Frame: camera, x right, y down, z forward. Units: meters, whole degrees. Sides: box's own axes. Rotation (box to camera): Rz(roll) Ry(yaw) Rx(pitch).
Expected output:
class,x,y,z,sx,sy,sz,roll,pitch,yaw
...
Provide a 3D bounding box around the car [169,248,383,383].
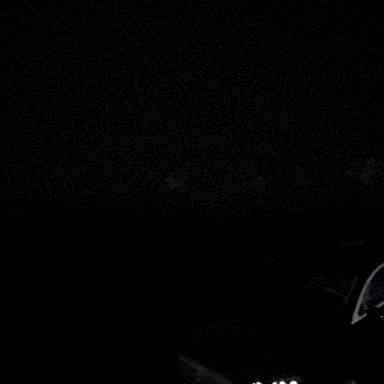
class,x,y,z,sx,sy,sz,roll,pitch,yaw
car,1.923,1.622,4.594,4.902,1.511,2.128,0,-3,-40
